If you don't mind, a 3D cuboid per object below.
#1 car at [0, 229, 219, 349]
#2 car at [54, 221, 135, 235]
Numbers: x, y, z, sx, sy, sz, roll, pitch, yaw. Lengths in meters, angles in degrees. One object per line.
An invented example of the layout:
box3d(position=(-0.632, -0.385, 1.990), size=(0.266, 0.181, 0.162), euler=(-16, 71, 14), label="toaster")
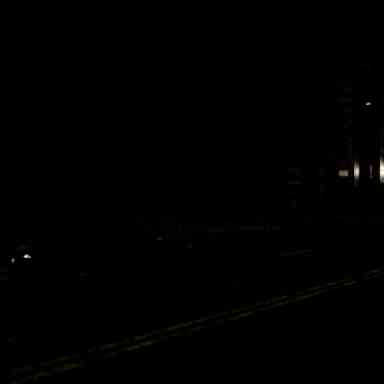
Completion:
box3d(position=(-1.840, 1.602, 6.365), size=(4.718, 1.301, 1.895), euler=(0, 0, -35), label="car")
box3d(position=(-2.910, 1.565, 9.592), size=(4.181, 1.385, 1.994), euler=(0, 0, -35), label="car")
